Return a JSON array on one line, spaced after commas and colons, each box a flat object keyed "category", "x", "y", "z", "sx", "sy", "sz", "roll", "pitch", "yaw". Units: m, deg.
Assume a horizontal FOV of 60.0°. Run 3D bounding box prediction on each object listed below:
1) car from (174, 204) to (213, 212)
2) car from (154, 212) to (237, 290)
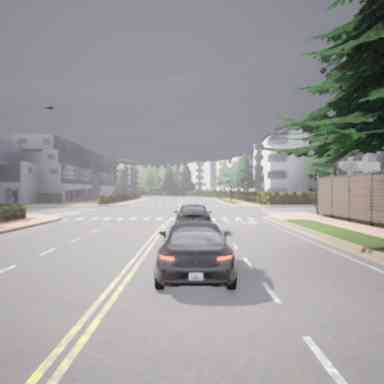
[{"category": "car", "x": 0.072, "y": 1.411, "z": 18.021, "sx": 1.837, "sy": 1.490, "sz": 4.892, "roll": 0, "pitch": 0, "yaw": 0}, {"category": "car", "x": 0.082, "y": 1.480, "z": 8.797, "sx": 1.812, "sy": 1.442, "sz": 4.674, "roll": 0, "pitch": 0, "yaw": 0}]
